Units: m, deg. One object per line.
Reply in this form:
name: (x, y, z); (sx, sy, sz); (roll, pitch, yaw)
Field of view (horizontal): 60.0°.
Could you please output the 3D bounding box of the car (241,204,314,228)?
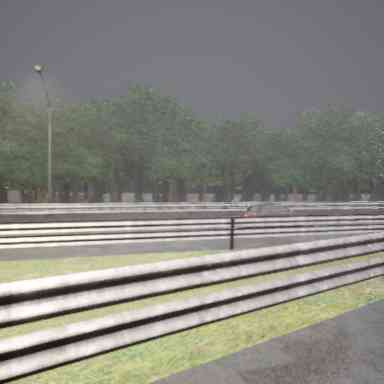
car: (5.410, 1.579, 21.131); (4.553, 1.767, 2.097); (0, 0, -17)
